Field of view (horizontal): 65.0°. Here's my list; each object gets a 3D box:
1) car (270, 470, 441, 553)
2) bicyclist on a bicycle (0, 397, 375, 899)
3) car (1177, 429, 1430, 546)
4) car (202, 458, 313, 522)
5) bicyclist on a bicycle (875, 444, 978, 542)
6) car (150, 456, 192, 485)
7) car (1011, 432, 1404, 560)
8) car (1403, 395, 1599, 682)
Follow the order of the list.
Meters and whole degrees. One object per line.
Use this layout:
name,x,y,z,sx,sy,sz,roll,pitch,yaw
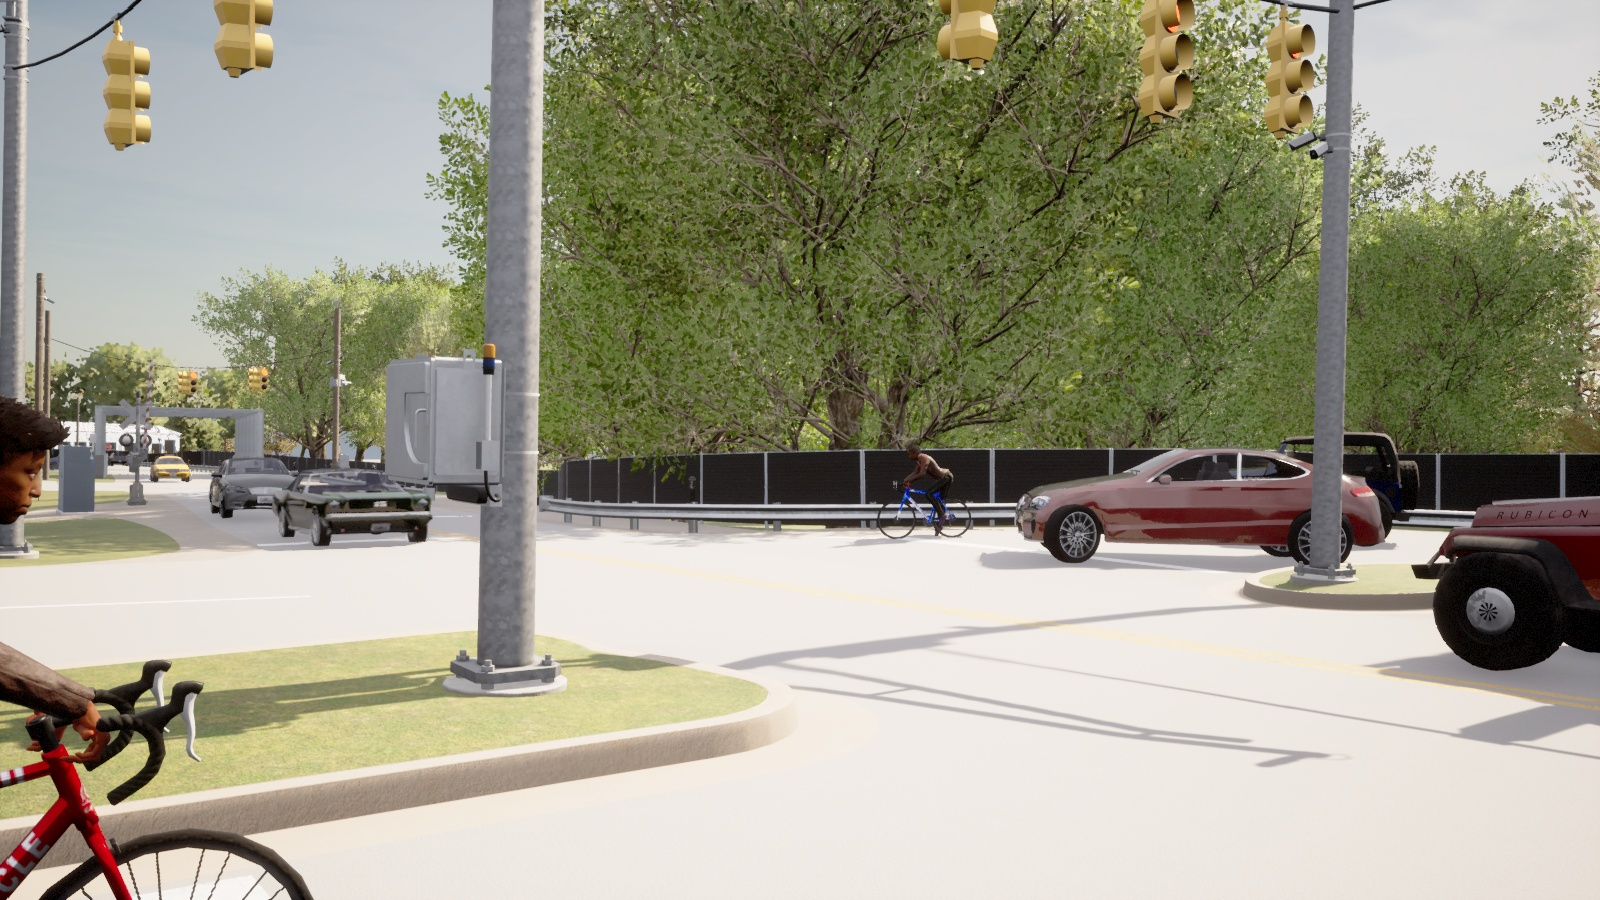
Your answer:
car,-8.176,1.032,22.826,1.895,1.301,4.718,0,0,-33
bicyclist on a bicycle,-1.752,0.713,2.437,1.656,1.620,0.582,0,0,-36
car,8.581,0.580,21.696,3.866,1.878,1.905,1,1,19
car,-14.164,0.970,32.622,2.128,1.511,4.902,0,0,-30
bicyclist on a bicycle,2.176,0.723,21.665,1.656,1.620,0.582,-1,1,-3
car,-35.562,1.144,70.886,1.801,1.575,5.366,0,0,-30
car,5.658,0.594,18.098,5.027,1.651,2.152,1,1,6
car,6.358,0.580,8.264,1.905,1.878,3.866,1,-1,-35
